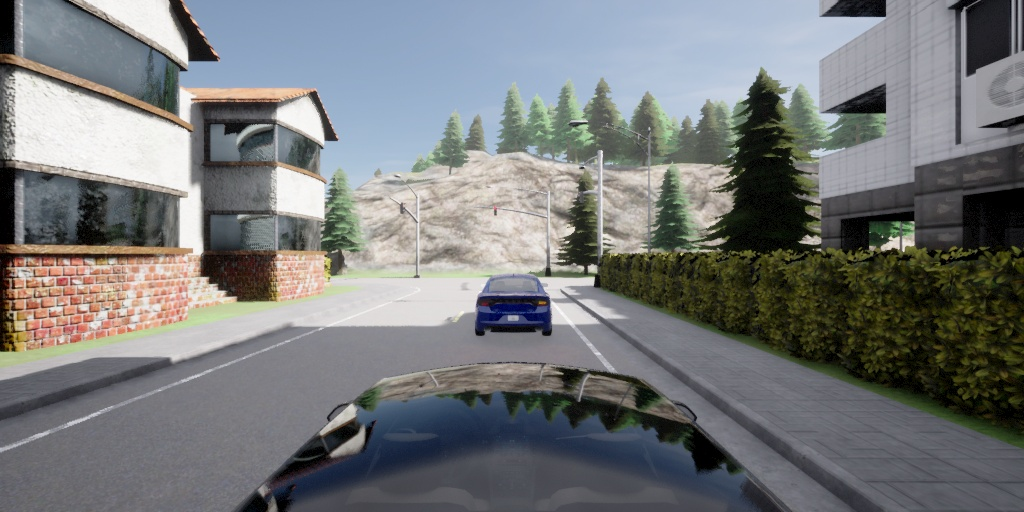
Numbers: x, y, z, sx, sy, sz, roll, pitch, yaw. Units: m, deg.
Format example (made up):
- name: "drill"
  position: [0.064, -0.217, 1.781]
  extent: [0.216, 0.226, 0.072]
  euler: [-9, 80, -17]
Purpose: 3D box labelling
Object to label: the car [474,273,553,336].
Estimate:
- name: "car"
  position: [0.049, 1.228, 10.431]
  extent: [1.882, 1.535, 5.008]
  euler: [0, 0, 0]
